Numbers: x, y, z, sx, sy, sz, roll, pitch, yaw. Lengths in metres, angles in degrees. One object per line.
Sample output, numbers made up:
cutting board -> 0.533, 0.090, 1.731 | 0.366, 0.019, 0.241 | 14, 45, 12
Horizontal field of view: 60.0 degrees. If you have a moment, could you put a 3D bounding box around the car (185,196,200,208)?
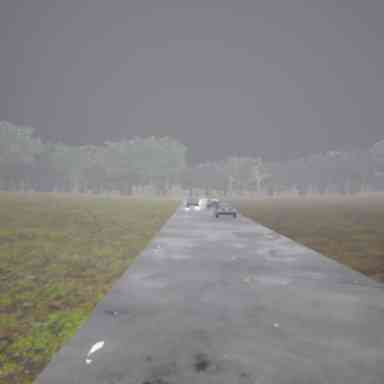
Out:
car -> 0.069, 1.409, 46.695 | 1.837, 1.490, 4.892 | 0, 0, 0

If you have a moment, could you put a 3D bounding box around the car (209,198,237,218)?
car -> 2.869, 1.508, 29.829 | 2.033, 1.411, 5.357 | 0, 0, 0

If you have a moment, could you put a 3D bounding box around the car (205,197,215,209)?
car -> 2.839, 1.443, 43.628 | 1.812, 1.442, 4.674 | 0, 0, 1
